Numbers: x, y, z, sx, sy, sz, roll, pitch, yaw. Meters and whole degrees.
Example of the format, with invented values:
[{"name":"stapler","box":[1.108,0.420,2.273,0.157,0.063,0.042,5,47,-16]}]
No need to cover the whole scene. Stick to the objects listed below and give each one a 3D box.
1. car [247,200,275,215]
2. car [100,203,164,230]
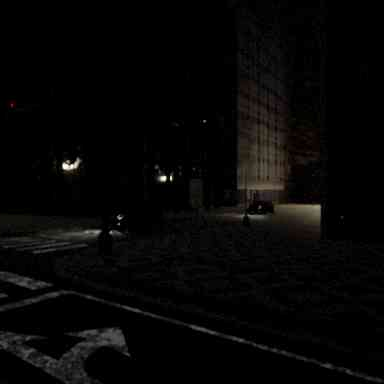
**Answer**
[{"name":"car","box":[8.076,1.731,39.297,2.097,1.767,4.553,0,-1,36]},{"name":"car","box":[-3.962,1.538,22.509,2.097,1.767,4.553,0,-1,36]}]
